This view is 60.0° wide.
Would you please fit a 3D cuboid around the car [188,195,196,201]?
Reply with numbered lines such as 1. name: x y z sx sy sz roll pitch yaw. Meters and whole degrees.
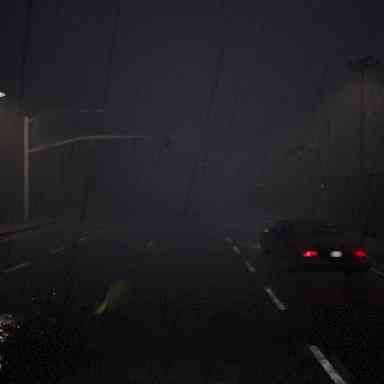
1. car: 0.014 1.614 83.884 1.837 1.490 4.892 0 0 0

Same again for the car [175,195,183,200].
1. car: -3.486 1.409 88.589 1.994 1.385 4.181 0 0 0

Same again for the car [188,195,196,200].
1. car: 0.015 1.547 93.994 1.994 1.385 4.181 0 0 0

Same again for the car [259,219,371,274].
1. car: 3.522 1.563 10.593 2.033 1.411 5.357 0 0 0

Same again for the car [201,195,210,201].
1. car: 3.514 1.469 83.854 2.097 1.767 4.553 0 0 0

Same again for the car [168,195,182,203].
1. car: -3.488 1.459 73.021 2.097 1.767 4.553 0 0 0

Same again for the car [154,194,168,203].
1. car: -6.988 1.628 72.991 1.812 1.442 4.674 0 0 0

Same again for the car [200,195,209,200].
1. car: 3.515 1.520 93.993 2.128 1.511 4.902 0 0 0

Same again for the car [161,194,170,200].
1. car: -6.986 1.334 88.590 1.882 1.535 5.008 0 0 0
